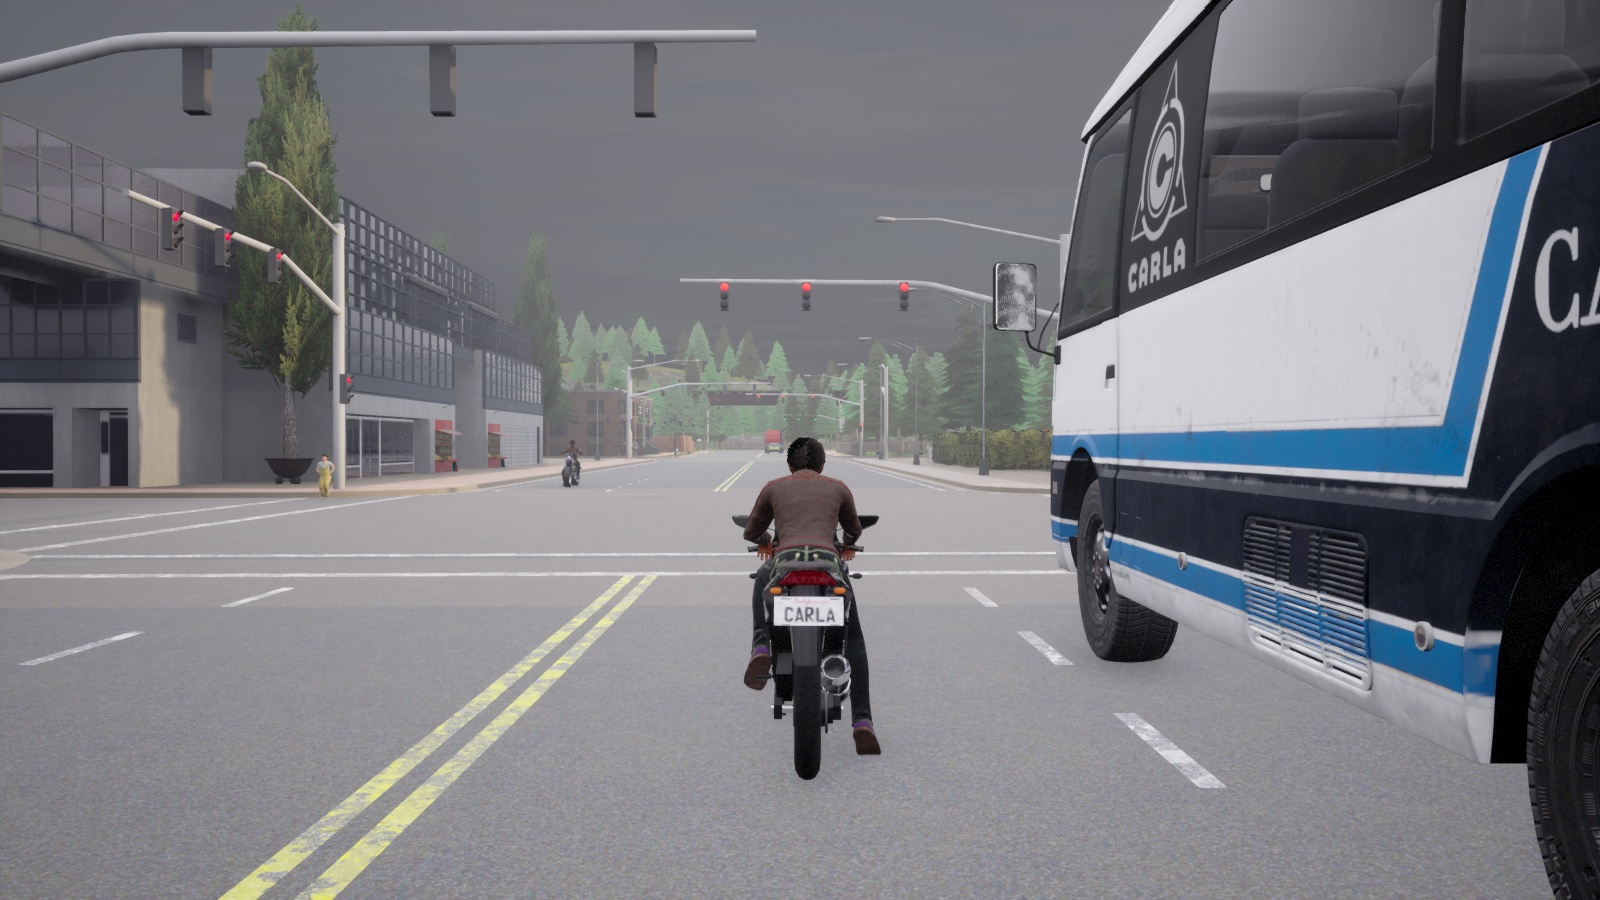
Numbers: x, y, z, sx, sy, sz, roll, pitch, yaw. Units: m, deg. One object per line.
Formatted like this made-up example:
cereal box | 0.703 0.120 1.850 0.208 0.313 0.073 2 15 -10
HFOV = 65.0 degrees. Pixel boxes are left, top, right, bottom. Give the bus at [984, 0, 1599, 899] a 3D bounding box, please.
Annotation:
bus | 3.533 -0.659 5.564 3.944 4.253 10.273 0 0 0

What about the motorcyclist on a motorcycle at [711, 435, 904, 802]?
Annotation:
motorcyclist on a motorcycle | 0.030 0.693 6.236 0.797 1.523 2.044 0 0 0

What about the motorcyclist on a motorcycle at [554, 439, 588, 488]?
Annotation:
motorcyclist on a motorcycle | -7.852 0.447 43.159 0.766 1.649 2.350 0 0 -1

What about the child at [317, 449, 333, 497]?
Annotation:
child | -12.755 0.614 33.714 0.270 1.263 0.437 0 0 -2
